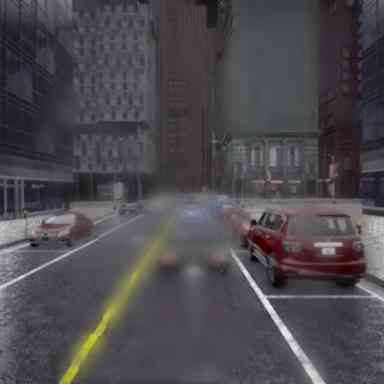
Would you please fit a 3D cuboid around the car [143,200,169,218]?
[{"bbox_3d":[-3.095,1.518,30.712,1.812,1.442,4.674,0,0,0],"label":"car"}]

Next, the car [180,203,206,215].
[{"bbox_3d":[0.062,1.545,24.471,2.033,1.411,5.357,0,0,0],"label":"car"}]

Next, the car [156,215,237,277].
[{"bbox_3d":[0.068,1.603,10.218,1.895,1.301,4.718,0,0,0],"label":"car"}]

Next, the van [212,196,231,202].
[{"bbox_3d":[2.847,1.332,31.922,1.690,1.788,3.998,0,0,0],"label":"van"}]

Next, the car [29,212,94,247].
[{"bbox_3d":[-5.675,1.583,14.972,1.802,1.307,4.206,0,0,0],"label":"car"}]

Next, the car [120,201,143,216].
[{"bbox_3d":[-5.677,1.557,31.920,1.947,1.339,4.313,0,0,0],"label":"car"}]

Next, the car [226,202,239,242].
[{"bbox_3d":[2.850,1.441,14.976,1.967,1.590,4.097,0,0,0],"label":"car"}]

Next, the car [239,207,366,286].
[{"bbox_3d":[2.850,1.317,9.327,2.192,1.841,5.009,0,0,0],"label":"car"}]

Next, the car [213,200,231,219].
[{"bbox_3d":[2.849,1.578,26.273,1.802,1.307,4.206,0,0,0],"label":"car"}]
